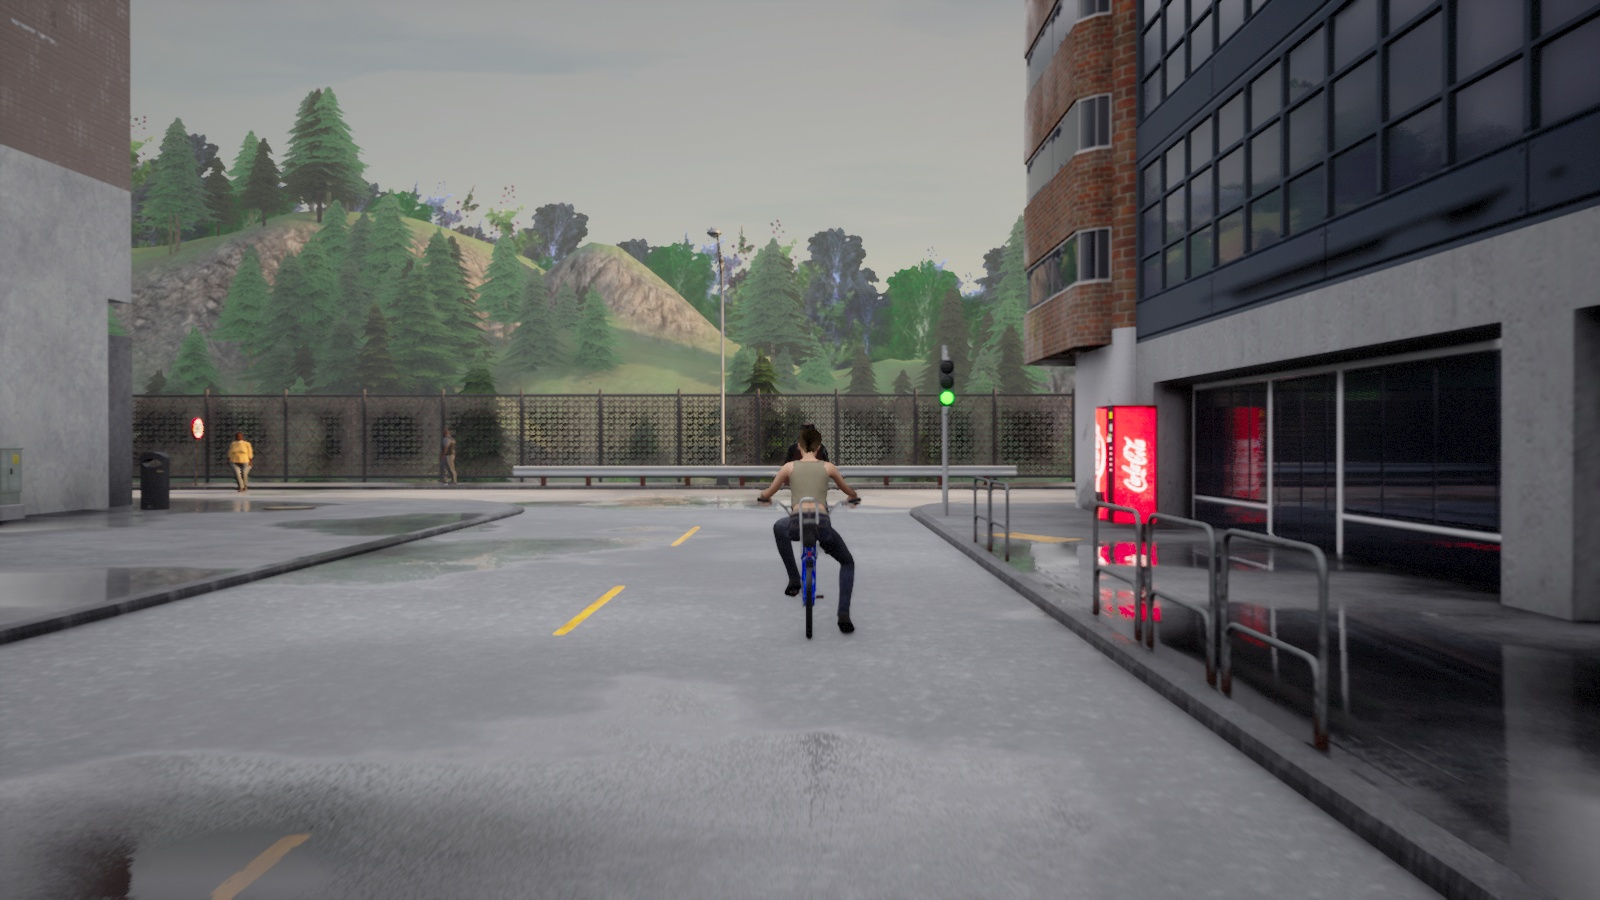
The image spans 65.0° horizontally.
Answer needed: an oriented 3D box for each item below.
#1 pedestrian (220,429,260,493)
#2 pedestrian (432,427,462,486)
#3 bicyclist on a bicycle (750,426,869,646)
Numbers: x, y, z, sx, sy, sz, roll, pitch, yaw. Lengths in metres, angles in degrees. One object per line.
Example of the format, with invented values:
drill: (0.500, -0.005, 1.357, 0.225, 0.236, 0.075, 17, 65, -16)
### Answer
pedestrian: (-16.466, 0.318, 36.943, 0.874, 1.855, 0.900, 0, 0, -11)
pedestrian: (-11.485, 0.207, 40.860, 0.849, 1.883, 0.563, 0, 0, -4)
bicyclist on a bicycle: (0.072, 0.624, 9.945, 0.866, 1.612, 1.509, 0, 0, 0)
